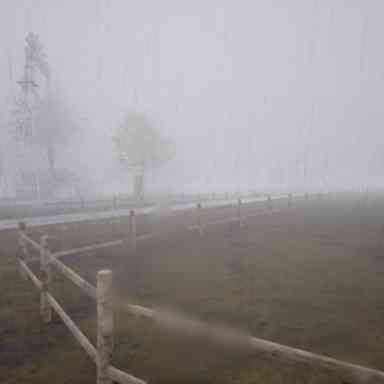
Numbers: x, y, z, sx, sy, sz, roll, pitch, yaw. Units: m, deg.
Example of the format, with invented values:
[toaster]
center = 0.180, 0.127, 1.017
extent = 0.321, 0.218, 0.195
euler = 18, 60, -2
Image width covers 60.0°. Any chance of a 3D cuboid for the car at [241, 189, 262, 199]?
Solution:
[car]
center = 9.597, 0.333, 53.154
extent = 2.128, 1.511, 4.902
euler = -1, 1, 36
